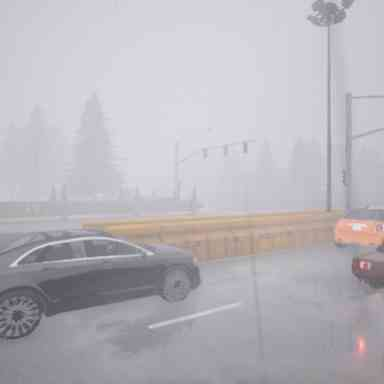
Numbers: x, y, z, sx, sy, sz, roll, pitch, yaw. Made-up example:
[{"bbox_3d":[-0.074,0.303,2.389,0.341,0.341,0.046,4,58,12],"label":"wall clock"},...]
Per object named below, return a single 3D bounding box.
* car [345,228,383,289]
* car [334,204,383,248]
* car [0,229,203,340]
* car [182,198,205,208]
[{"bbox_3d":[5.894,1.605,7.899,4.718,1.301,1.895,0,0,-35],"label":"car"},{"bbox_3d":[7.854,1.359,13.565,4.553,1.767,2.097,0,0,-35],"label":"car"},{"bbox_3d":[-2.030,1.491,6.581,4.902,1.511,2.128,0,0,-35],"label":"car"},{"bbox_3d":[-0.060,1.575,46.777,1.994,1.385,4.181,0,0,-35],"label":"car"}]
